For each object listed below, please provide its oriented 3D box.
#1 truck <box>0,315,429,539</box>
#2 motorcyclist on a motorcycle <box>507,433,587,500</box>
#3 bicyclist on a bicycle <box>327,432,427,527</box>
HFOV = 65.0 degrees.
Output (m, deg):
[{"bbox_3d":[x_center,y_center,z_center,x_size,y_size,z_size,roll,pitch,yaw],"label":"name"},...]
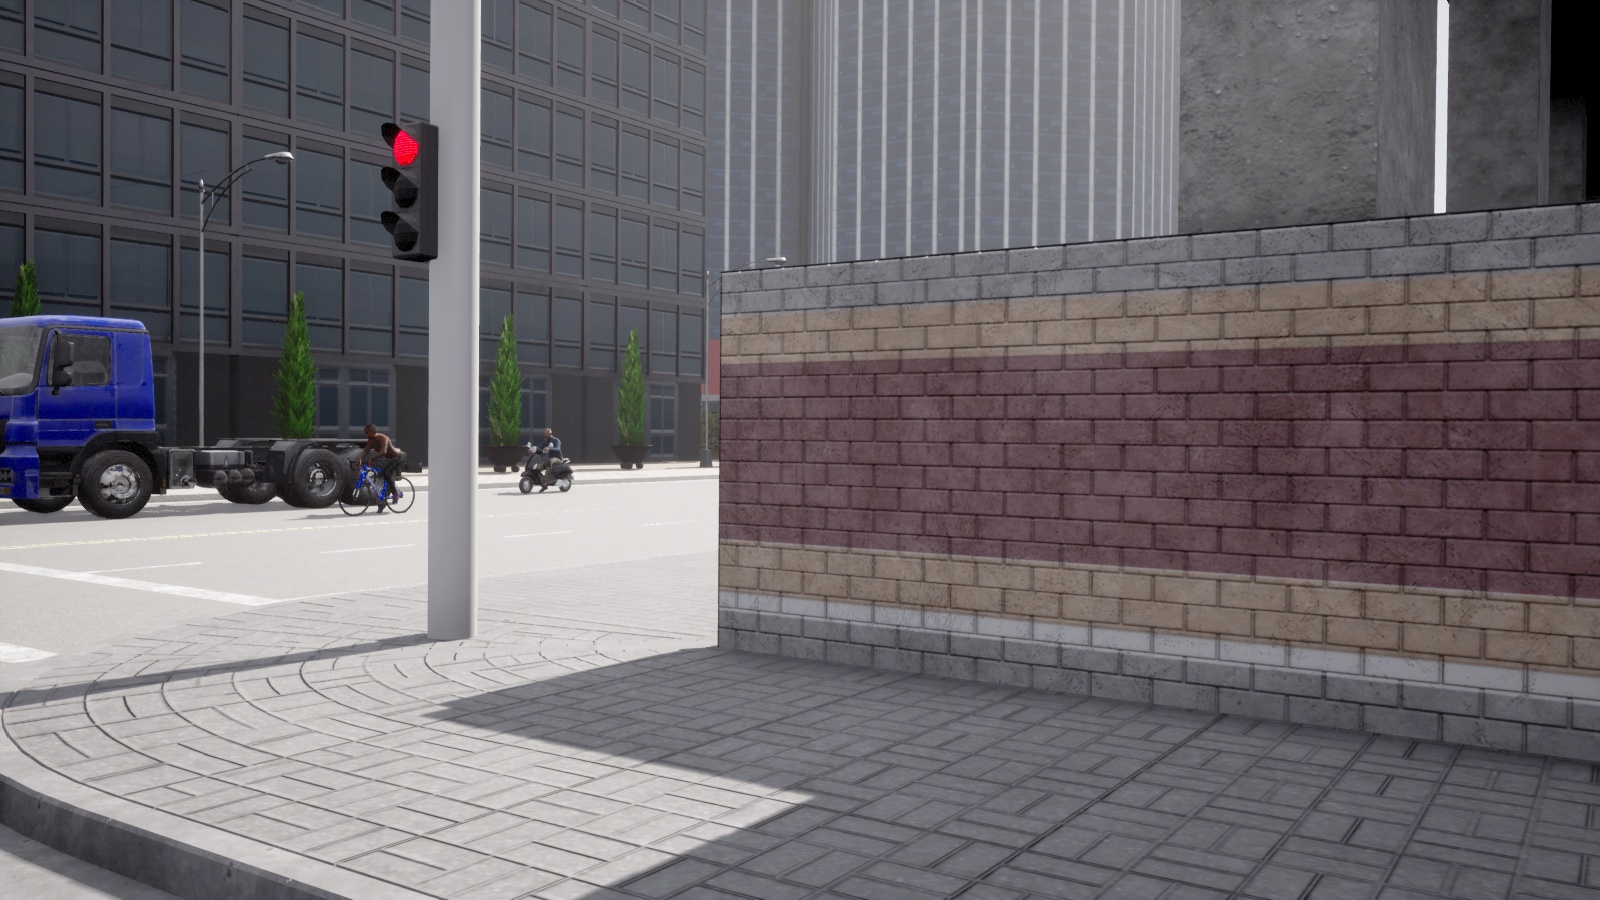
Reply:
[{"bbox_3d":[-11.092,-0.415,23.453,2.891,3.462,7.936,0,1,34],"label":"truck"},{"bbox_3d":[-6.189,0.376,30.776,0.866,1.590,1.817,0,1,34],"label":"motorcyclist on a motorcycle"},{"bbox_3d":[-7.542,0.501,22.464,0.582,1.620,1.656,0,1,34],"label":"bicyclist on a bicycle"}]
